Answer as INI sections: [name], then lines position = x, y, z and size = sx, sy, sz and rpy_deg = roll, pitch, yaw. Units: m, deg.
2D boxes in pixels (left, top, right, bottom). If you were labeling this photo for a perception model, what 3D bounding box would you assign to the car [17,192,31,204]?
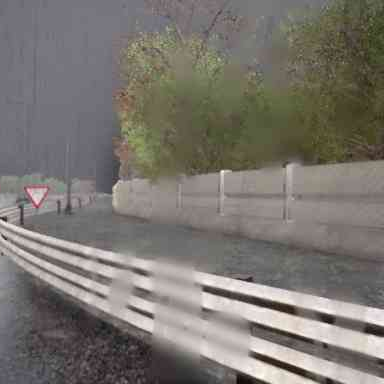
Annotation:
[car]
position = -31.982, 1.085, 63.367
size = 2.150, 2.045, 5.566
rpy_deg = 0, 0, -21
